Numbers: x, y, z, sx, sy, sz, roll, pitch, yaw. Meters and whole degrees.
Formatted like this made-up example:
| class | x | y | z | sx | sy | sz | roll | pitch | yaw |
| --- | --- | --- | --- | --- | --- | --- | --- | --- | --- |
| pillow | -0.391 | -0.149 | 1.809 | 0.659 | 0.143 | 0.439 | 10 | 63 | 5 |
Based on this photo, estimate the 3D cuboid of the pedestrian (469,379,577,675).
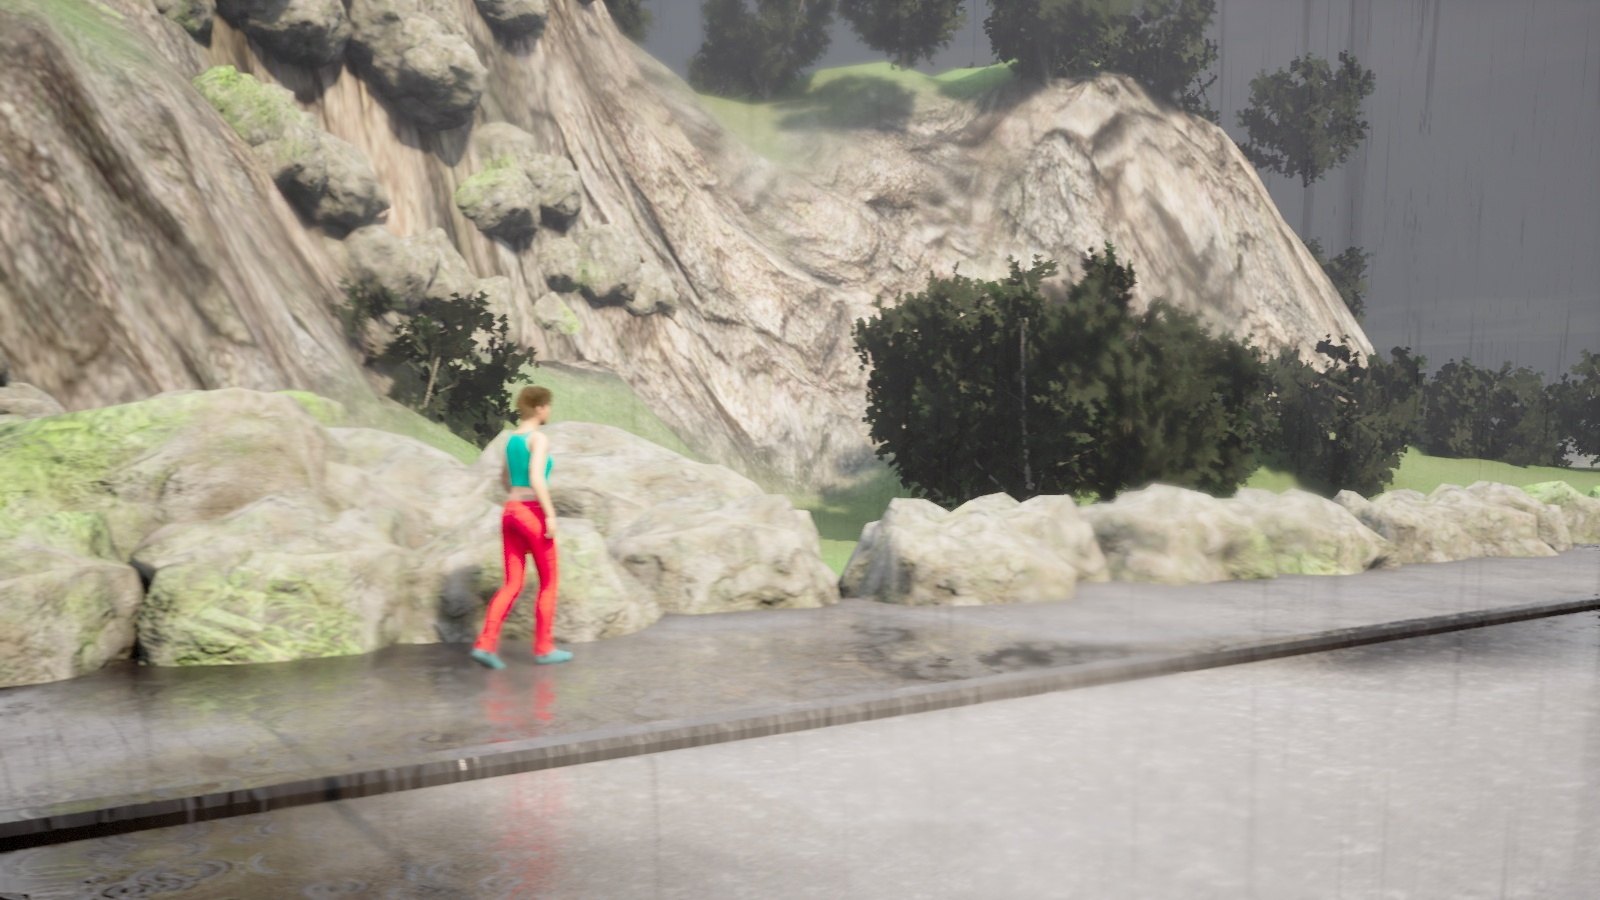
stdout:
| class | x | y | z | sx | sy | sz | roll | pitch | yaw |
| --- | --- | --- | --- | --- | --- | --- | --- | --- | --- |
| pedestrian | -1.791 | 0.478 | 8.138 | 0.345 | 1.836 | 0.594 | 0 | 0 | 43 |
